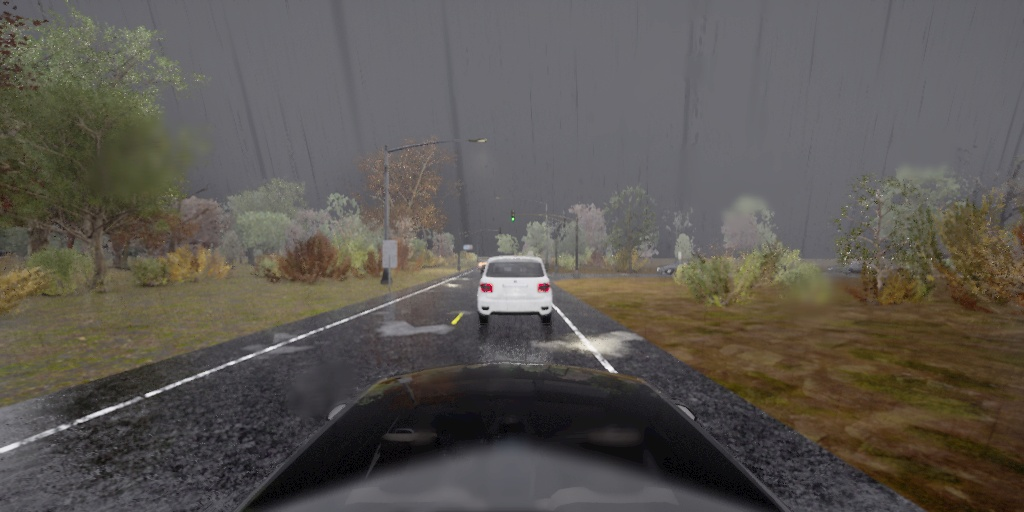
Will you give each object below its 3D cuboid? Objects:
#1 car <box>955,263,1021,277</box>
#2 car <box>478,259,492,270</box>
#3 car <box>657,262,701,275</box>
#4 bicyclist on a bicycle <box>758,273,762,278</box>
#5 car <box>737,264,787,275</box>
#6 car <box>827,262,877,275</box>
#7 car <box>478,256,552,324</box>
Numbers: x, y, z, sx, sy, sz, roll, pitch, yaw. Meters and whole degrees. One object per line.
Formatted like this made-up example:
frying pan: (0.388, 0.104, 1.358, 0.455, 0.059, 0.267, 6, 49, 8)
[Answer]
car: (49.052, 1.409, 37.010, 4.902, 1.511, 2.128, 0, 0, 5)
car: (-4.239, 1.308, 57.434, 2.097, 1.767, 4.553, 0, 0, -2)
car: (19.346, 1.401, 41.494, 4.902, 1.511, 2.128, 0, 0, 1)
bicyclist on a bicycle: (23.998, 1.345, 35.117, 0.582, 1.620, 1.656, 0, -1, 1)
car: (28.709, 1.392, 41.297, 5.008, 1.535, 1.882, 0, 0, 2)
car: (38.879, 1.412, 40.843, 4.902, 1.511, 2.128, 0, 0, 3)
car: (0.076, 1.013, 12.296, 2.150, 2.045, 5.566, 0, 0, 0)
